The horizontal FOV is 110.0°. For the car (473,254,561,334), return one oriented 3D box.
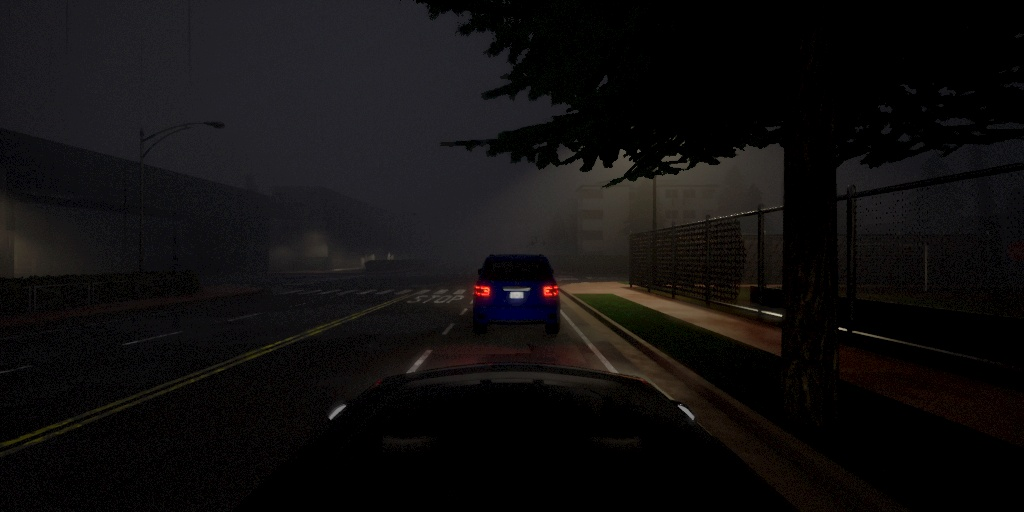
[{"bbox_3d":[0.115,0.972,10.727,2.150,2.045,5.566,0,0,0],"label":"car"}]

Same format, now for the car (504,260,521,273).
[{"bbox_3d":[0.025,1.242,45.602,2.128,1.511,4.902,0,0,0],"label":"car"}]
